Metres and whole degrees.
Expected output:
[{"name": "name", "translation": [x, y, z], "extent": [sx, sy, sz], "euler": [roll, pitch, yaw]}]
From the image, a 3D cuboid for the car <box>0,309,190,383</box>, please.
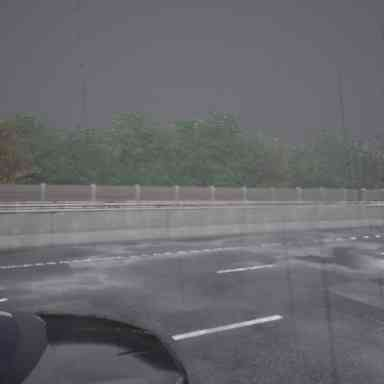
[{"name": "car", "translation": [-2.348, 1.474, 2.122], "extent": [4.902, 1.511, 2.128], "euler": [0, 0, -26]}]
